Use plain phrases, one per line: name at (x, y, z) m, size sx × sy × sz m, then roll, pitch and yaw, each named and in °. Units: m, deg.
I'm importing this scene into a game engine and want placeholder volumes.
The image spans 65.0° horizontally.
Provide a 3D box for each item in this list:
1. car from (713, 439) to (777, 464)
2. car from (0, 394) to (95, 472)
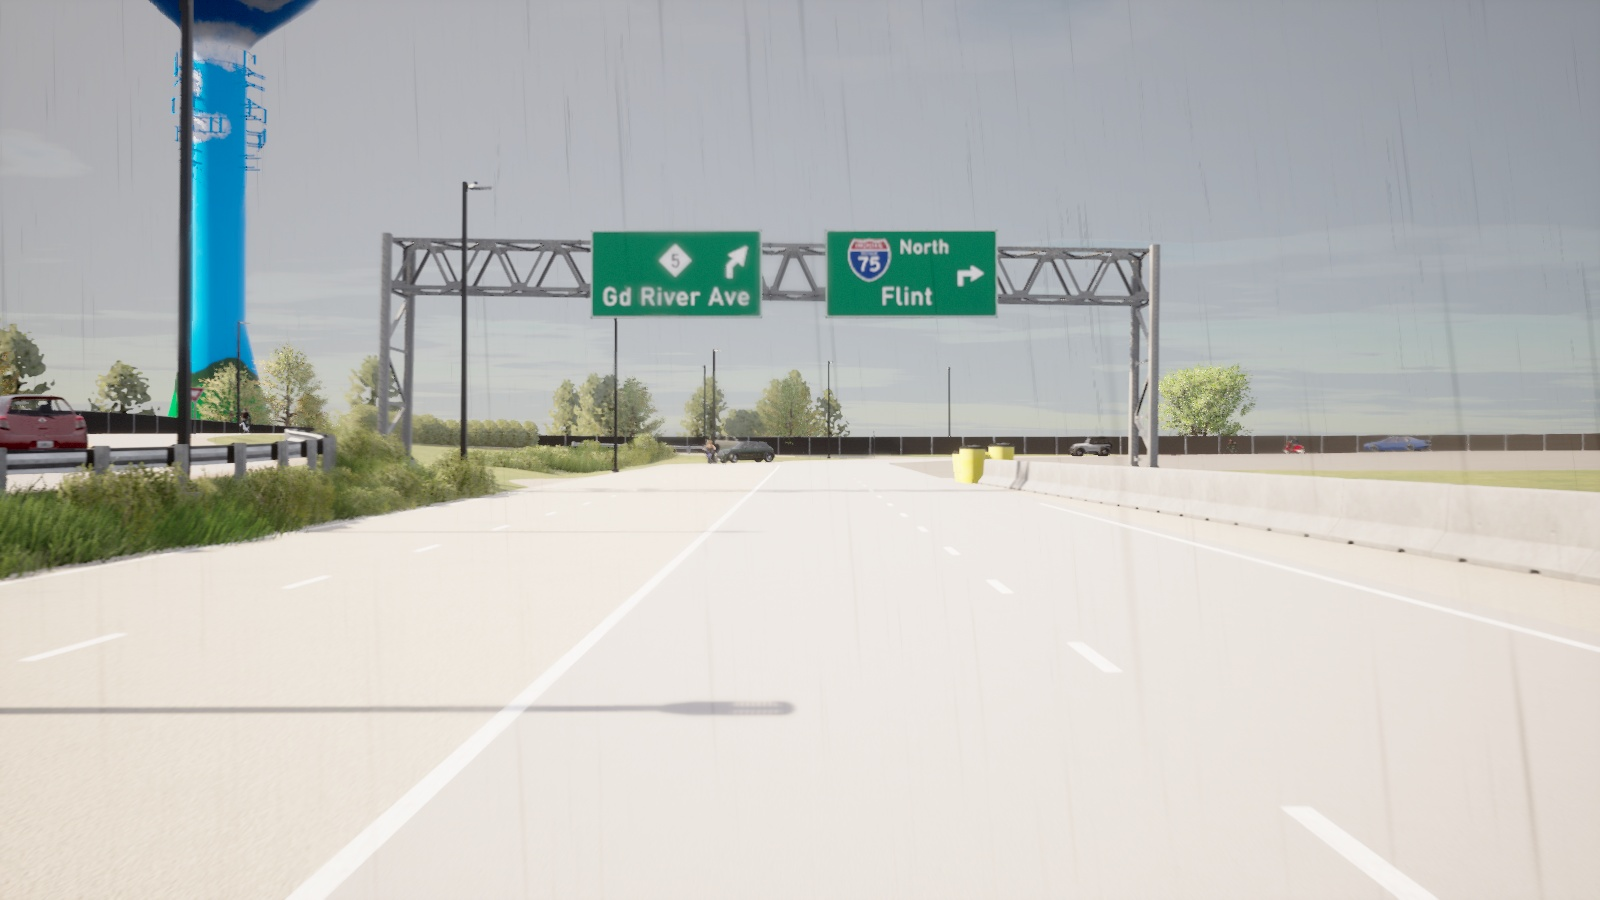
car at (-4.327, 0.125, 98.586) m, size 4.553 × 1.767 × 2.097 m, roll -1°, pitch 0°, yaw -28°
car at (-16.034, -0.384, 25.811) m, size 1.845 × 1.501 × 3.633 m, roll -1°, pitch 2°, yaw -44°
